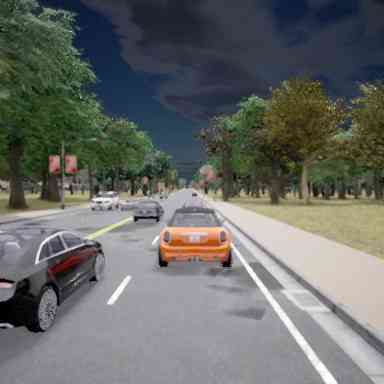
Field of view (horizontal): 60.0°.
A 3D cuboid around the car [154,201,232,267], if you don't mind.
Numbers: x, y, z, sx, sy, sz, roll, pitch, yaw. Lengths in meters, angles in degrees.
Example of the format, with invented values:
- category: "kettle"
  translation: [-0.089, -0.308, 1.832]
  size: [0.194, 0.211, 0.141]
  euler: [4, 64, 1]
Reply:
- category: "car"
  translation: [0.087, 1.289, 11.257]
  size: [2.097, 1.767, 4.553]
  euler: [0, 0, 0]

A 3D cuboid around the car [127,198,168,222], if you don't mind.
- category: "car"
  translation: [-3.164, 1.416, 24.904]
  size: [2.033, 1.411, 5.357]
  euler: [0, 0, 0]

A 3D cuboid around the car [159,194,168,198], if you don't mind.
- category: "car"
  translation: [-6.503, 1.056, 77.153]
  size: [2.033, 1.411, 5.357]
  euler: [0, 0, 0]

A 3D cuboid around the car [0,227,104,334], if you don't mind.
- category: "car"
  translation: [-3.179, 1.454, 6.675]
  size: [2.128, 1.511, 4.902]
  euler: [0, 0, 0]

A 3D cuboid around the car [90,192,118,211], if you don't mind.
- category: "car"
  translation: [-9.844, 1.028, 37.998]
  size: [2.150, 2.045, 5.566]
  euler: [0, 0, 0]

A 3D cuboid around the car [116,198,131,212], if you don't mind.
- category: "car"
  translation: [-6.597, 1.415, 36.536]
  size: [1.895, 1.301, 4.718]
  euler: [0, 0, 0]

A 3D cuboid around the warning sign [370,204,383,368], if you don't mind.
- category: "warning sign"
  translation: [2.857, 1.094, 3.565]
  size: [1.300, 1.860, 1.060]
  euler: [0, 1, 0]

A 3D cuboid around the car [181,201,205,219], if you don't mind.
- category: "car"
  translation: [0.093, 1.453, 28.266]
  size: [1.895, 1.301, 4.718]
  euler: [0, 0, 0]
